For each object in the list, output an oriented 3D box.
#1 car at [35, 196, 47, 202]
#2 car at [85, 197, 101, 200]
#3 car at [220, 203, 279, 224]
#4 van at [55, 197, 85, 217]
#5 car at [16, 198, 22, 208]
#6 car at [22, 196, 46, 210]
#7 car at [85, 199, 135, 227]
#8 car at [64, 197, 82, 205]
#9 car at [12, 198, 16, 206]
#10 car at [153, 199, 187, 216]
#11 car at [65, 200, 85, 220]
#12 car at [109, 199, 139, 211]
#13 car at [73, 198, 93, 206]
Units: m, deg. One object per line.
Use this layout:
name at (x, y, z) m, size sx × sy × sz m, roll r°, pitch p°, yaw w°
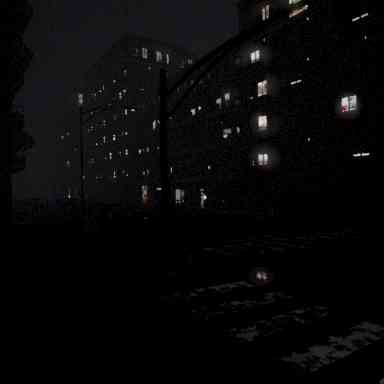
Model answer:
car at (-37.680, 1.728, 82.816) m, size 1.887 × 1.381 × 4.507 m, roll -1°, pitch 1°, yaw -36°
car at (-15.148, 1.502, 51.302) m, size 1.967 × 1.590 × 4.097 m, roll -1°, pitch 1°, yaw -36°
car at (4.068, 1.498, 24.431) m, size 1.752 × 1.417 × 4.829 m, roll -1°, pitch 1°, yaw -36°
van at (-12.309, 1.483, 32.922) m, size 1.690 × 1.788 × 3.998 m, roll -1°, pitch 1°, yaw -36°
car at (-25.181, 1.770, 50.931) m, size 1.947 × 1.339 × 4.313 m, roll -1°, pitch 1°, yaw -36°
car at (-21.965, 1.628, 46.429) m, size 1.967 × 1.590 × 4.097 m, roll -1°, pitch 1°, yaw -36°
car at (-5.869, 1.553, 23.921) m, size 1.967 × 1.590 × 4.097 m, roll -1°, pitch 1°, yaw -36°
car at (-21.585, 1.645, 60.307) m, size 2.008 × 1.369 × 4.403 m, roll -1°, pitch 1°, yaw -36°
car at (-31.620, 1.782, 59.935) m, size 1.887 × 1.381 × 4.507 m, roll -1°, pitch 1°, yaw -36°
car at (-2.272, 1.441, 33.295) m, size 1.967 × 1.590 × 4.097 m, roll -1°, pitch 1°, yaw -36°
car at (-8.988, 1.652, 28.284) m, size 1.752 × 1.417 × 4.829 m, roll -1°, pitch 1°, yaw -36°
car at (-8.708, 1.581, 42.299) m, size 2.008 × 1.369 × 4.403 m, roll -1°, pitch 1°, yaw -36°
car at (-18.365, 1.644, 55.805) m, size 1.947 × 1.339 × 4.313 m, roll -1°, pitch 1°, yaw -36°
